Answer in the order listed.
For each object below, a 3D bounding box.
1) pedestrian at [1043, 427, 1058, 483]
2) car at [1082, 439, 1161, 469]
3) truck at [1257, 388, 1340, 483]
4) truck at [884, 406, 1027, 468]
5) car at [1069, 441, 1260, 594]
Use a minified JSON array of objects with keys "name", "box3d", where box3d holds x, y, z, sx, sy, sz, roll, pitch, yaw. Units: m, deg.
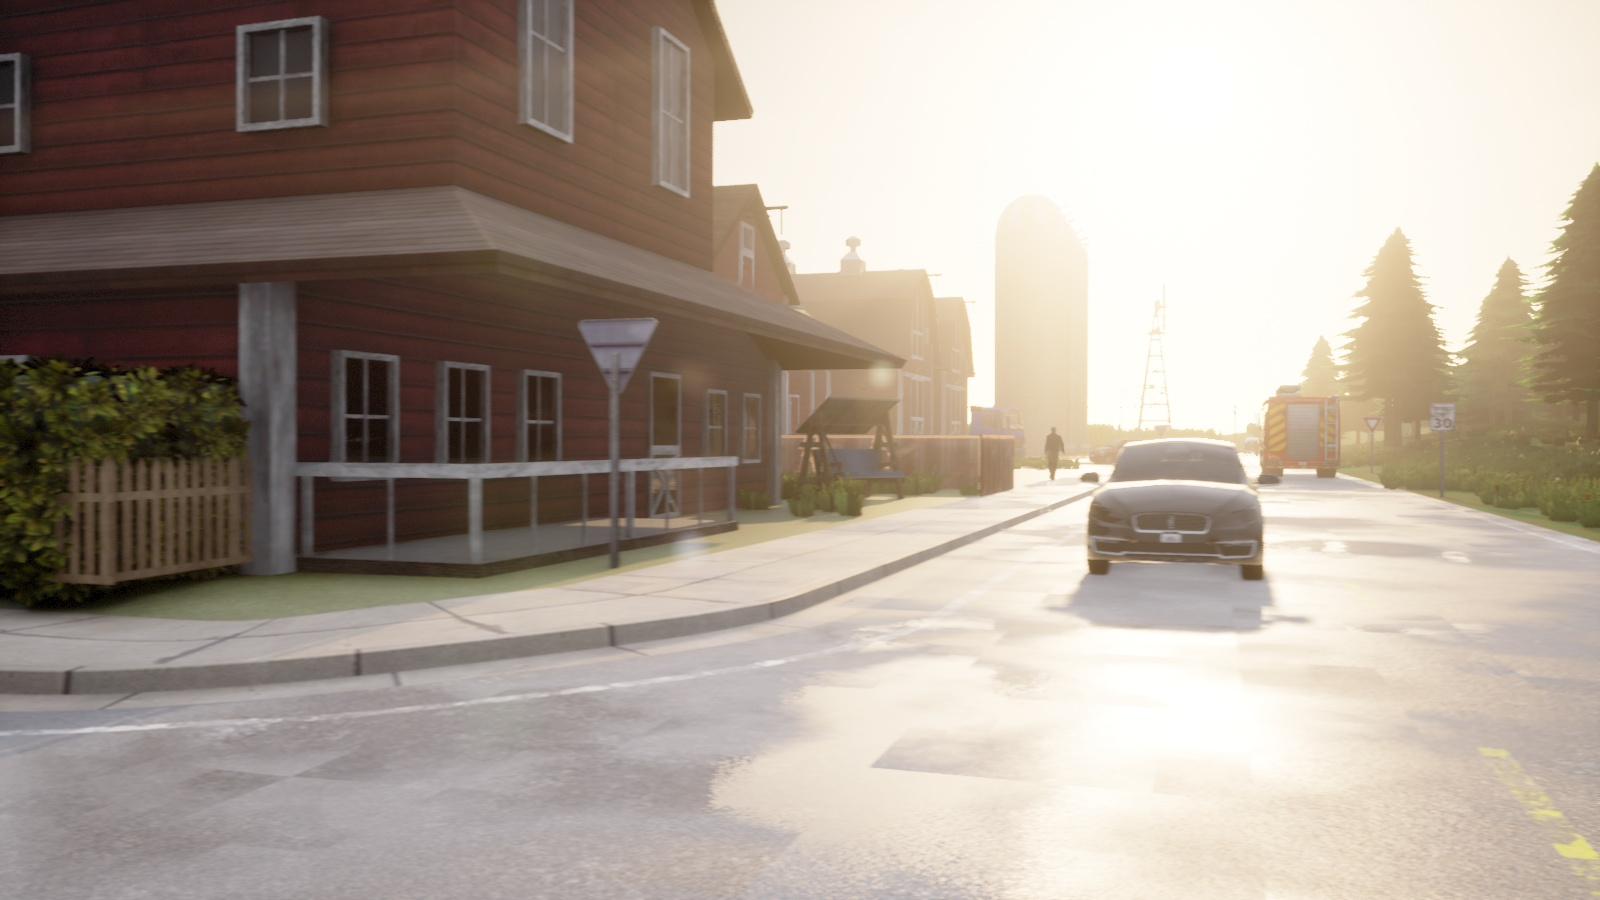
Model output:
[{"name":"pedestrian","box3d":[8.366,0.157,41.929,0.402,1.842,0.726,1,0,15]},{"name":"car","box3d":[18.769,0.230,73.362,3.988,1.617,1.851,2,0,-10]},{"name":"truck","box3d":[21.765,-0.612,55.187,2.891,3.827,8.468,1,0,19]},{"name":"truck","box3d":[9.082,-0.778,73.968,7.936,3.462,2.891,1,0,36]},{"name":"car","box3d":[4.446,0.658,15.010,1.837,1.490,4.892,1,0,19]}]
